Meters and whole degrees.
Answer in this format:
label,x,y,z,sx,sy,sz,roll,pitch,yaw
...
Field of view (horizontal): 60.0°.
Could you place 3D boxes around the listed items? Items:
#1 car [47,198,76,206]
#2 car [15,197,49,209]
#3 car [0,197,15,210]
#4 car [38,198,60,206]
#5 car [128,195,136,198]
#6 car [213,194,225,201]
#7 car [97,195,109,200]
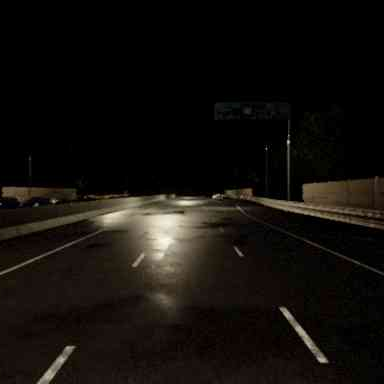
label,x,y,z,sx,sy,sz,roll,pitch,yaw
car,-14.084,1.568,37.195,1.994,1.385,4.181,0,0,0
car,-17.581,1.356,37.788,2.097,1.767,4.553,0,0,0
car,-21.081,1.356,37.098,2.097,1.767,4.553,0,0,0
car,-23.864,1.613,55.588,1.895,1.301,4.718,0,0,-3
car,-14.003,1.327,78.411,1.812,1.442,4.674,0,0,0
car,6.997,1.611,82.957,1.895,1.301,4.718,0,0,0
car,-21.003,1.281,78.411,1.882,1.535,5.008,0,0,0
